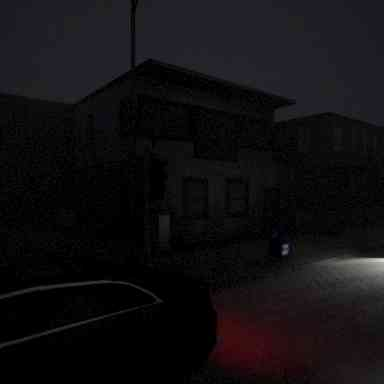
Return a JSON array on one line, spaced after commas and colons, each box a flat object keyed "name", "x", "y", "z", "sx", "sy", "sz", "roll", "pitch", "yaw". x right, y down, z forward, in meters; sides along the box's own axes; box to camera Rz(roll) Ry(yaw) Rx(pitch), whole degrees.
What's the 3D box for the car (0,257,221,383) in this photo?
[{"name": "car", "x": -1.914, "y": 1.491, "z": 3.162, "sx": 4.902, "sy": 1.511, "sz": 2.128, "roll": 0, "pitch": 0, "yaw": -39}]
